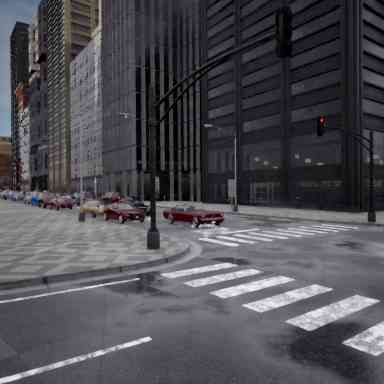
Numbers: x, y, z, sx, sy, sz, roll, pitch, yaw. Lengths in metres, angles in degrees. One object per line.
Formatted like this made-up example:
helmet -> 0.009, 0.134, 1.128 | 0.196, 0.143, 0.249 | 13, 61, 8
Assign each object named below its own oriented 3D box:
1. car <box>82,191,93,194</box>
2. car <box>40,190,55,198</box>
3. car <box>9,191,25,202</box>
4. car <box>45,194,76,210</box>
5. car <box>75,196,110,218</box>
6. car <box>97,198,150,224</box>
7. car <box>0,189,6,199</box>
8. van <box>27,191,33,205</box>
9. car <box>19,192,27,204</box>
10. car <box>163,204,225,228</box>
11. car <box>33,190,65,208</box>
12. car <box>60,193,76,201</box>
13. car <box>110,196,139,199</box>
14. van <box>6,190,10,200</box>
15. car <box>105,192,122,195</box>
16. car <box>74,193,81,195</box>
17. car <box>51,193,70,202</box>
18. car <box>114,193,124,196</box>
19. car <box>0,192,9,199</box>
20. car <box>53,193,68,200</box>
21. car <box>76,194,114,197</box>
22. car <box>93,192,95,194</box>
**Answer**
car -> -17.601, 0.899, 51.565 | 2.097, 1.767, 4.553 | -1, 1, -36
car -> -34.380, 0.510, 79.114 | 2.192, 1.841, 5.009 | 0, 1, -36
car -> -31.385, 0.904, 60.454 | 1.967, 1.590, 4.097 | 0, 1, -36
car -> -14.883, 1.276, 37.681 | 1.887, 1.381, 4.507 | 0, 1, -36
car -> -8.183, 1.353, 28.434 | 1.752, 1.417, 4.829 | 0, 1, -36
car -> -4.982, 1.416, 24.017 | 1.887, 1.381, 4.507 | 0, 1, -36
car -> -37.985, 0.665, 69.561 | 2.192, 1.841, 5.009 | 0, 1, -36
van -> -21.484, 0.970, 46.789 | 1.690, 1.788, 3.998 | 0, 1, -36
car -> -24.785, 1.126, 51.345 | 2.008, 1.369, 4.403 | 0, 1, -36
car -> 0.029, 1.479, 21.752 | 1.895, 1.301, 4.718 | -1, 1, -35
car -> -18.183, 0.996, 42.234 | 2.192, 1.841, 5.009 | 0, 1, -36
car -> -24.480, 0.949, 65.454 | 1.802, 1.307, 4.206 | 0, 1, -36
car -> -5.247, 1.370, 29.079 | 1.994, 1.385, 4.181 | -1, 1, -36
van -> -34.685, 0.748, 65.007 | 1.690, 1.788, 3.998 | 0, 1, -36
car -> -11.278, 0.899, 47.234 | 2.192, 1.841, 5.009 | 0, 1, -36
car -> -16.519, 1.166, 44.682 | 1.812, 1.442, 4.674 | -1, 1, -35
car -> -23.744, 0.937, 60.041 | 2.128, 1.511, 4.902 | -1, 1, -36
car -> -7.979, 1.200, 42.682 | 1.947, 1.339, 4.313 | 0, 1, -36
car -> -44.587, 0.778, 78.672 | 1.887, 1.381, 4.507 | 0, 1, -36
car -> -27.780, 0.855, 70.008 | 1.887, 1.381, 4.507 | 0, 1, -36
car -> -10.740, 1.275, 36.663 | 2.033, 1.411, 5.357 | -1, 1, -36
car -> -17.878, 0.794, 56.343 | 2.192, 1.841, 5.009 | 0, 1, -36
